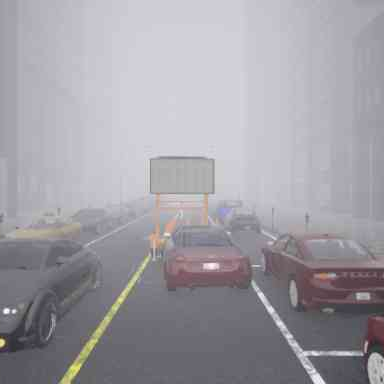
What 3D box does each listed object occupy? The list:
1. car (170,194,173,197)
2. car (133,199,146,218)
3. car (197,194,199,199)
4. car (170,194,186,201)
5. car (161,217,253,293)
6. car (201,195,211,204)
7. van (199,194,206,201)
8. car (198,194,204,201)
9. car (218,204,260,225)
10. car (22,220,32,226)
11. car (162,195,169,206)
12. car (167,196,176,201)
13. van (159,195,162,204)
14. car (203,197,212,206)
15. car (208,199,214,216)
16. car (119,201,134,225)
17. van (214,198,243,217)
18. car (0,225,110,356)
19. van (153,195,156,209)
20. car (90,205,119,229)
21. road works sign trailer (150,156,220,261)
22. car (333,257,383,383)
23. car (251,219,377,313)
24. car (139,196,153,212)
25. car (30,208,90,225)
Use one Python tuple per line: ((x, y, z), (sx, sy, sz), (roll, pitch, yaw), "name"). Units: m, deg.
((-5.666, 1.694, 80.870), (1.887, 1.381, 4.507), (0, 0, 0), "car")
((-5.727, 1.604, 30.142), (1.947, 1.339, 4.313), (0, 0, 0), "car")
((2.866, 1.691, 86.680), (1.752, 1.417, 4.829), (0, 0, 0), "car")
((-2.914, 1.685, 70.358), (1.994, 1.385, 4.181), (0, 0, 0), "car")
((0.210, 1.573, 8.998), (1.994, 1.385, 4.181), (0, -1, -6), "car")
((2.825, 1.626, 52.692), (1.887, 1.381, 4.507), (0, 0, 0), "car")
((2.872, 1.522, 92.146), (1.690, 1.788, 3.998), (0, 0, 0), "van")
((2.838, 1.421, 63.965), (2.192, 1.841, 5.009), (0, 0, 0), "car")
((2.784, 1.572, 18.875), (2.008, 1.369, 4.403), (0, 0, 0), "car")
((-5.755, 1.573, 7.595), (1.947, 1.339, 4.313), (0, 0, 0), "car")
((-5.694, 1.408, 58.324), (2.192, 1.841, 5.009), (0, 0, 0), "car")
((-5.652, 1.747, 92.144), (1.947, 1.339, 4.313), (0, 0, 0), "car")
((-5.707, 1.411, 47.051), (1.690, 1.788, 3.998), (0, 0, 0), "van")
((2.811, 1.609, 41.420), (2.008, 1.369, 4.403), (0, 0, 0), "car")
((2.797, 1.589, 30.147), (2.008, 1.369, 4.403), (0, 0, 0), "car")
((-5.734, 1.611, 24.505), (1.802, 1.307, 4.206), (0, 0, 0), "car")
((2.790, 1.370, 24.511), (1.690, 1.788, 3.998), (0, 0, 0), "van")
((-3.094, 1.570, 6.122), (1.994, 1.385, 4.181), (0, 0, 0), "car")
((-5.714, 1.400, 41.415), (1.690, 1.788, 3.998), (0, 0, 0), "van")
((-5.741, 1.587, 18.868), (1.947, 1.339, 4.313), (0, 0, 0), "car")
((-0.376, 0.477, 12.448), (2.380, 3.560, 2.880), (0, 0, -5), "road works sign trailer")
((2.764, 1.547, 1.966), (1.887, 1.381, 4.507), (0, 0, 0), "car")
((2.770, 1.552, 7.602), (1.887, 1.381, 4.507), (0, 0, 0), "car")
((-5.721, 1.488, 35.779), (1.967, 1.590, 4.097), (0, 0, 0), "car")
((-5.748, 1.539, 13.062), (1.752, 1.417, 4.829), (0, 0, 0), "car")
